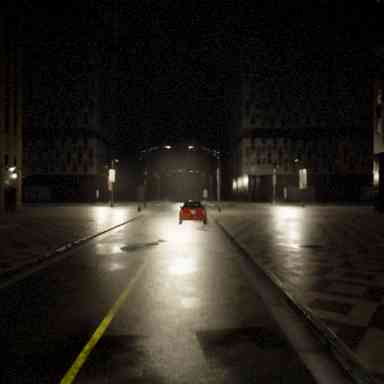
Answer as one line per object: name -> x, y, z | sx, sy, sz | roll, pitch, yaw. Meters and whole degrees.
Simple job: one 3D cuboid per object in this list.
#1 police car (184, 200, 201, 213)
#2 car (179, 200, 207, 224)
police car -> 0.027, 1.761, 41.673 | 2.038, 1.542, 4.974 | 0, 0, 0
car -> 0.059, 1.512, 26.239 | 2.097, 1.767, 4.553 | 0, 0, 0
